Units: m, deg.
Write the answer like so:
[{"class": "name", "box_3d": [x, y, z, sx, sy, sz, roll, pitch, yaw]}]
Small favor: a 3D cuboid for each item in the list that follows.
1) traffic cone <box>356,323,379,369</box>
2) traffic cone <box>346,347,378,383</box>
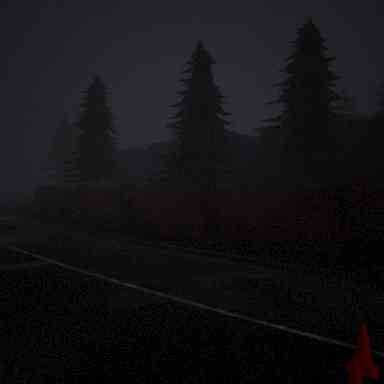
[{"class": "traffic cone", "box_3d": [2.168, 1.963, 4.219, 0.340, 0.580, 0.340, 1, 0, 31]}, {"class": "traffic cone", "box_3d": [1.648, 1.961, 3.365, 0.340, 0.580, 0.340, 1, 0, 31]}]
